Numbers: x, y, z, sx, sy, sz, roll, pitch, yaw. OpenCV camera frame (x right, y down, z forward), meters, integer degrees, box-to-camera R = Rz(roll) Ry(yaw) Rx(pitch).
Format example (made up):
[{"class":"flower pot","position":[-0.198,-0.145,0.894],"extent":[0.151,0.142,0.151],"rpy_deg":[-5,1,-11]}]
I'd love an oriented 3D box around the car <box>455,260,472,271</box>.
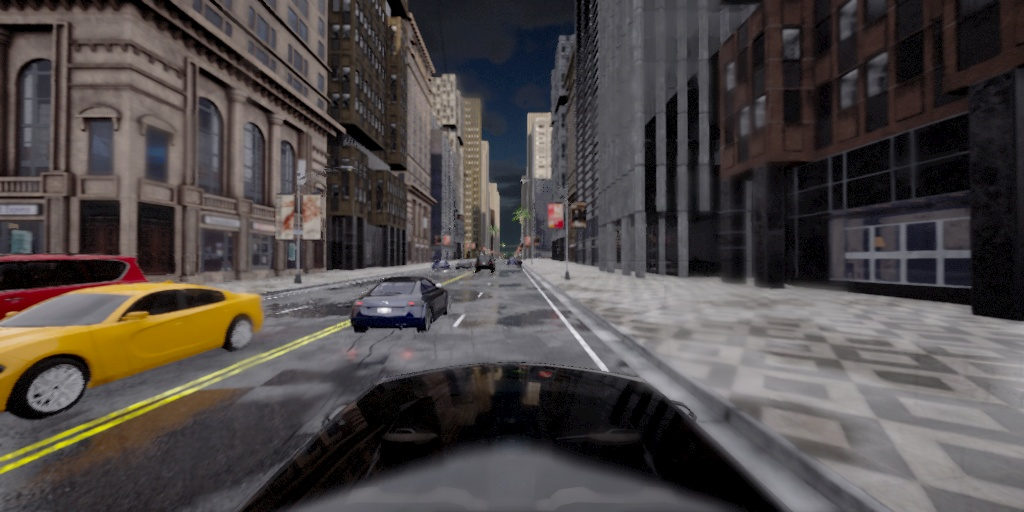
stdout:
[{"class":"car","position":[-6.564,1.256,49.196],"extent":[2.033,1.411,5.357],"rpy_deg":[0,0,0]}]

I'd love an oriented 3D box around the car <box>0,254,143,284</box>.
[{"class":"car","position":[-9.850,0.969,6.464],"extent":[2.150,2.045,5.566],"rpy_deg":[0,0,0]}]

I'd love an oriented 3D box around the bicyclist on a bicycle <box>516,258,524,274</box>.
[{"class":"bicyclist on a bicycle","position":[0.896,1.091,39.026],"extent":[0.659,1.776,1.843],"rpy_deg":[0,0,0]}]

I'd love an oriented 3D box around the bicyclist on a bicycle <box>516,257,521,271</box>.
[{"class":"bicyclist on a bicycle","position":[0.898,1.081,48.027],"extent":[0.659,1.776,1.843],"rpy_deg":[0,0,0]}]

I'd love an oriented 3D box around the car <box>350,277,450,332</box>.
[{"class":"car","position":[-3.149,1.310,10.850],"extent":[1.994,1.385,4.181],"rpy_deg":[0,0,0]}]

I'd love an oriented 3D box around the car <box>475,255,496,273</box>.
[{"class":"car","position":[-3.148,0.937,43.293],"extent":[2.150,2.045,5.566],"rpy_deg":[0,0,0]}]

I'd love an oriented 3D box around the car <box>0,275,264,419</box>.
[{"class":"car","position":[-6.600,1.225,6.086],"extent":[1.882,1.535,5.008],"rpy_deg":[0,0,0]}]

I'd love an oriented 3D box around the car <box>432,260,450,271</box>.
[{"class":"car","position":[-9.811,1.233,49.755],"extent":[1.812,1.442,4.674],"rpy_deg":[0,0,0]}]
